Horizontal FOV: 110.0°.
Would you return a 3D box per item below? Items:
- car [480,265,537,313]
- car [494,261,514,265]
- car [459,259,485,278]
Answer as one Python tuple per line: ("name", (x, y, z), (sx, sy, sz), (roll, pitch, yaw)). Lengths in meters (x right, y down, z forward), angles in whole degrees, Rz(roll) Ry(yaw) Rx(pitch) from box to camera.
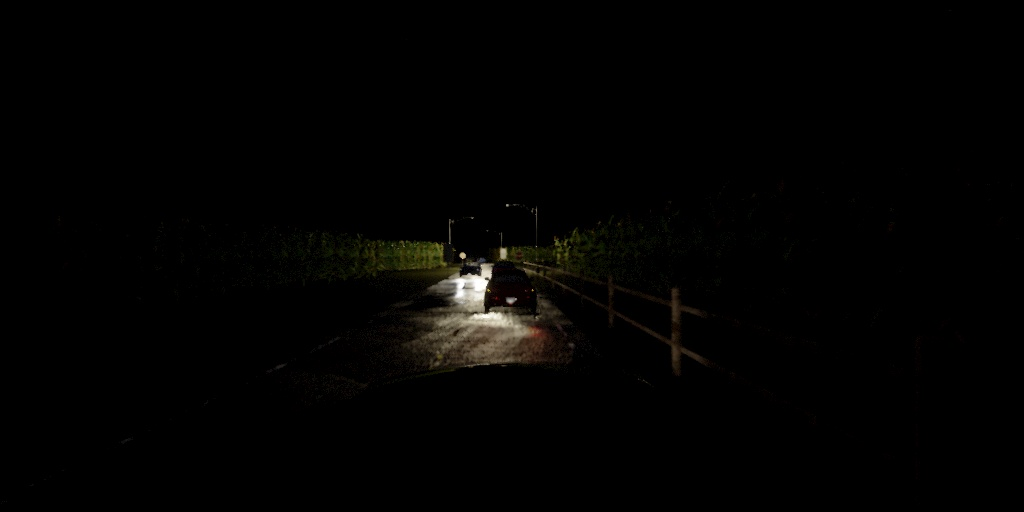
("car", (-0.094, 1.228, 13.722), (1.812, 1.442, 4.674), (0, 0, -1))
("car", (-0.652, 1.129, 28.172), (1.882, 1.535, 5.008), (0, 0, -3))
("car", (-3.732, 1.239, 32.885), (1.895, 1.301, 4.718), (0, 0, -2))
